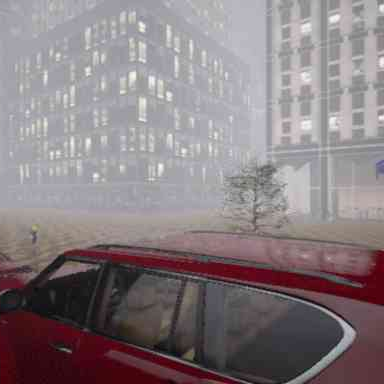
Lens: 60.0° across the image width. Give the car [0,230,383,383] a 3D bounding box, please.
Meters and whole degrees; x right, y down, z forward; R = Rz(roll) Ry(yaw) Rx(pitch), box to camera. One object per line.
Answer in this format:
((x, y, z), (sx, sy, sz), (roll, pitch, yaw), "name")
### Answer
((-0.311, 1.310, 3.102), (5.009, 1.841, 2.192), (0, 0, 35), "car")
